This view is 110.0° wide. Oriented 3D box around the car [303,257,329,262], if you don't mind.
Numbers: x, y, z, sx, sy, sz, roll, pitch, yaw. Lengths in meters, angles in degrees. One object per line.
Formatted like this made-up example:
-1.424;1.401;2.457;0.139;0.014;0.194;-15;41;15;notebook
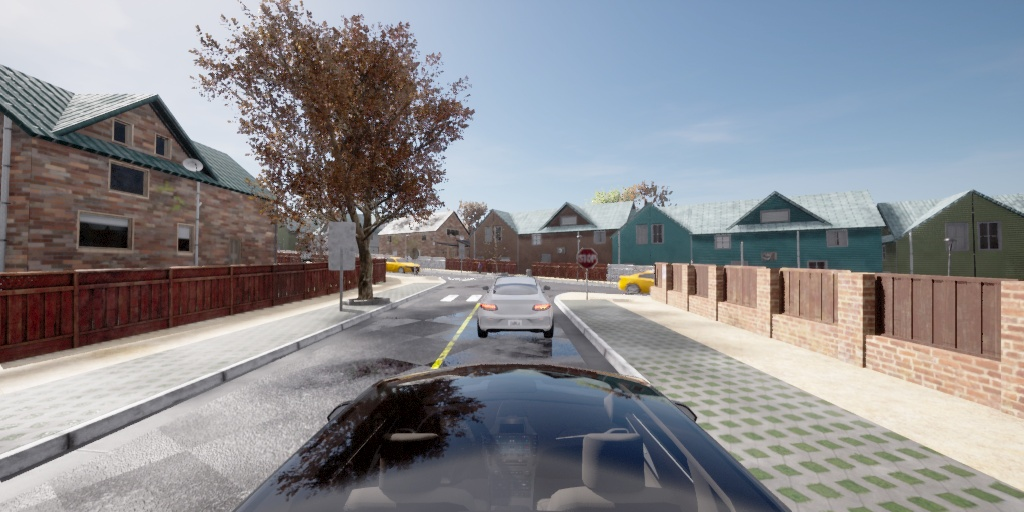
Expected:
-20.922;0.592;39.673;4.718;1.301;1.895;2;0;32;car

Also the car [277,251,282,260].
-32.889;0.024;47.197;5.008;1.535;1.882;2;0;32;car

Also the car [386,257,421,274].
-10.633;0.862;33.233;5.008;1.535;1.882;2;0;32;car

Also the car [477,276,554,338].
0.116;1.280;10.066;1.812;1.442;4.674;0;0;1;car

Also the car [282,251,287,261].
-33.444;0.018;50.870;5.008;1.535;1.882;2;0;32;car

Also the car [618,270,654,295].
8.836;1.660;21.045;5.008;1.535;1.882;3;0;32;car

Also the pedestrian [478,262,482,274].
-3.147;1.122;35.458;0.375;1.300;0.375;-1;-5;32;pedestrian
